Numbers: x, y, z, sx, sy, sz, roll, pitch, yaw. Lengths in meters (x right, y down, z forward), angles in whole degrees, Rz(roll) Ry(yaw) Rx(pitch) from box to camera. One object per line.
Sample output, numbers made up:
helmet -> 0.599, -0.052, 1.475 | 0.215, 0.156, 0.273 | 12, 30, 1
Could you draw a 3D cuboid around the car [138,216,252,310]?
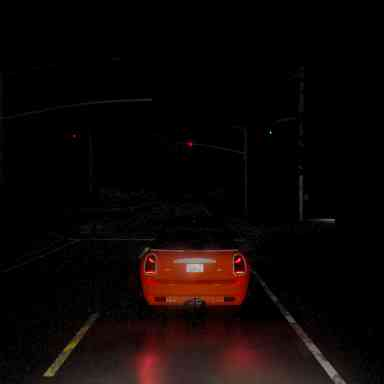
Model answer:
car -> 0.058, 1.352, 7.954 | 2.097, 1.767, 4.553 | 0, 0, 0
